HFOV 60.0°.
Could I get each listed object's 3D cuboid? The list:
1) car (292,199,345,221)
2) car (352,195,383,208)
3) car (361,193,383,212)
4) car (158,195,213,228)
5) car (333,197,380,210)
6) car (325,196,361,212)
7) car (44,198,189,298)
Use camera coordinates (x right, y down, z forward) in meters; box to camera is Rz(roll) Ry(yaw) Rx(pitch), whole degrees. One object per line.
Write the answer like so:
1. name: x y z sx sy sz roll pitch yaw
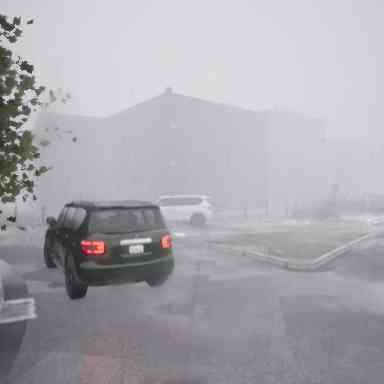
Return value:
1. car: 9.915 1.493 26.531 4.181 1.385 1.994 0 0 -36
2. car: 23.928 1.219 43.646 2.231 1.521 4.892 -1 0 -40
3. car: 19.789 1.170 34.289 4.553 1.767 2.097 -1 0 -40
4. car: -1.427 1.221 21.066 5.566 2.045 2.150 0 0 -20
5. car: 19.704 1.316 40.094 2.002 1.452 4.674 -1 0 -40
6. car: 15.492 1.201 36.526 2.185 1.767 4.553 -1 0 -40
7. car: -2.478 1.227 8.904 2.150 2.045 5.566 0 0 -31
